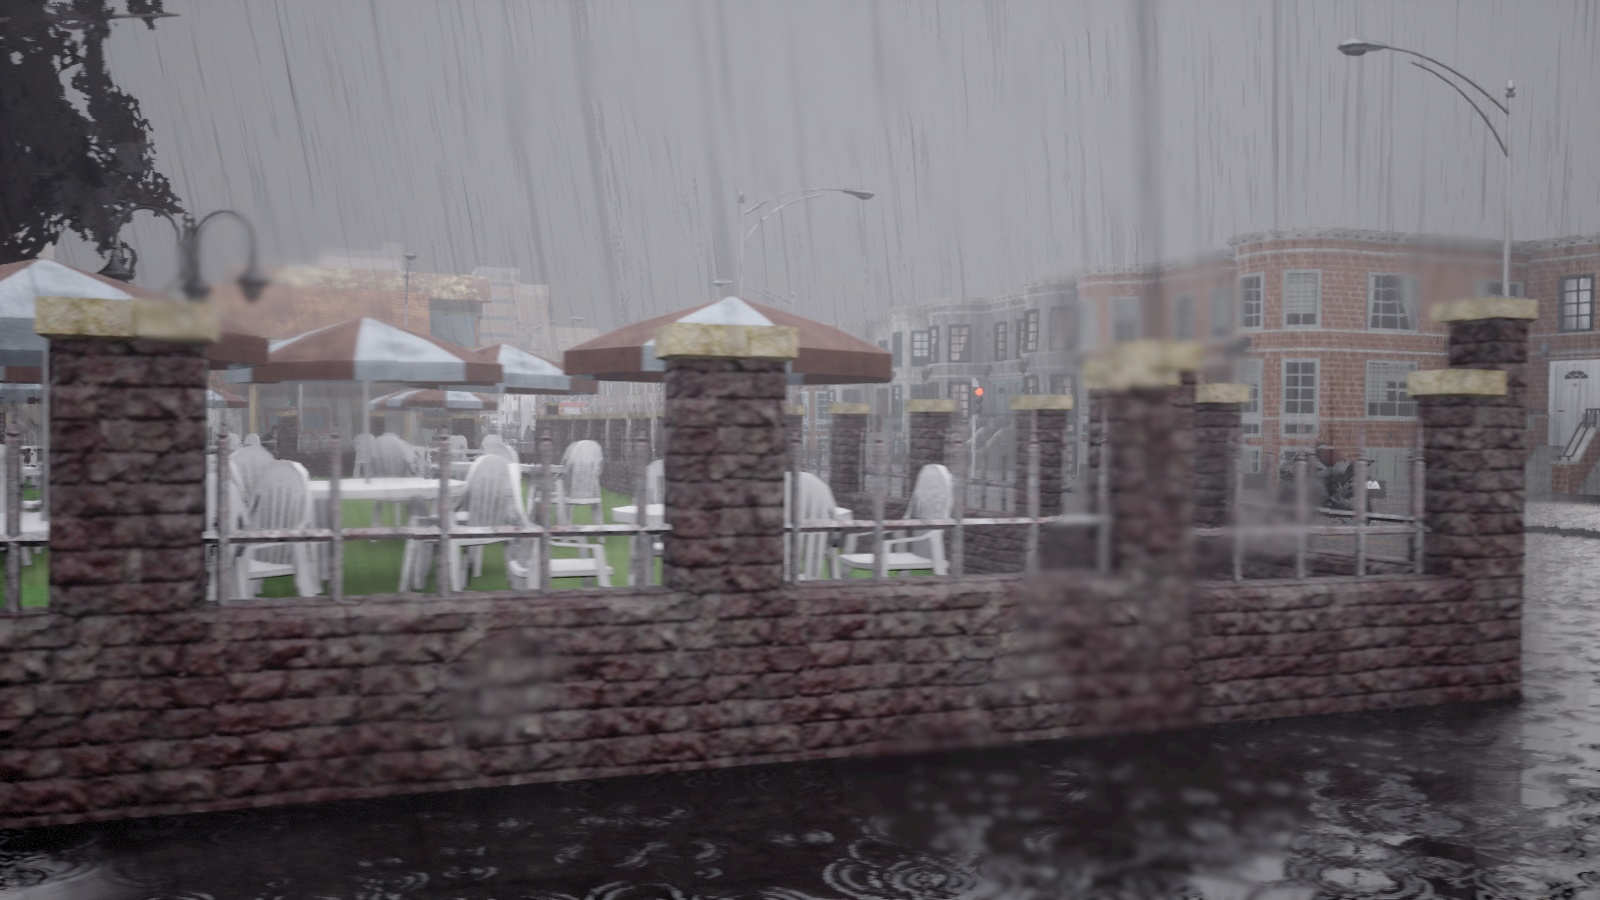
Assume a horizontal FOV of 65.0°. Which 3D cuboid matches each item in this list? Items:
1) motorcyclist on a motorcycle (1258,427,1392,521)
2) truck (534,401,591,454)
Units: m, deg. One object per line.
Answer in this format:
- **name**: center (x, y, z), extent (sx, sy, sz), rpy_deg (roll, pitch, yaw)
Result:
- **motorcyclist on a motorcycle**: center (9.054, 0.382, 21.763), extent (0.866, 1.530, 2.191), rpy_deg (-1, 1, -20)
- **truck**: center (-18.174, -1.719, 95.648), extent (2.891, 3.827, 8.468), rpy_deg (-1, 1, -20)
